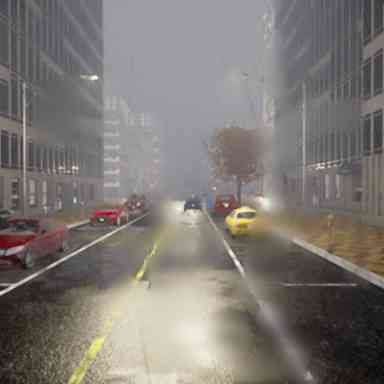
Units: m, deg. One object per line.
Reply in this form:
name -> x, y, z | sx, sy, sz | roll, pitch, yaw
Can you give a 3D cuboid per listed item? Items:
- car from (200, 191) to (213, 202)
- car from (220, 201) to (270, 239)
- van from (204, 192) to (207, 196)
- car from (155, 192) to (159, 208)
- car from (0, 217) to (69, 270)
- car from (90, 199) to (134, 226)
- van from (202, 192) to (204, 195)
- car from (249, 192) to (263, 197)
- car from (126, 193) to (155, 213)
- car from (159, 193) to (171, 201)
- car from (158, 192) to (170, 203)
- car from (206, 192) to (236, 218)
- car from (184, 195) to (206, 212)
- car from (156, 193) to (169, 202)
car -> 2.599, 0.836, 60.605 | 2.192, 1.841, 5.009 | 0, 0, 0
car -> 2.574, 1.398, 16.398 | 1.752, 1.417, 4.829 | 0, 0, 0
van -> 2.587, 1.040, 38.416 | 1.690, 1.788, 3.998 | 0, 0, 0
car -> -5.294, 1.139, 38.421 | 1.967, 1.590, 4.097 | 0, 0, 0
car -> -5.309, 1.498, 10.686 | 1.802, 1.307, 4.206 | 0, 0, 0
car -> -5.303, 1.375, 21.780 | 1.887, 1.381, 4.507 | 0, 0, 0
van -> 2.590, 0.996, 43.963 | 1.690, 1.788, 3.998 | 0, 0, 0
car -> 17.641, 0.571, 89.022 | 4.507, 1.381, 1.887 | -1, 1, 0
car -> -5.297, 1.058, 32.873 | 2.192, 1.841, 5.009 | 0, 0, 0
car -> -5.368, 0.915, 66.153 | 1.967, 1.590, 4.097 | 0, 0, 0
car -> -5.285, 0.880, 55.062 | 2.192, 1.841, 5.009 | 0, 0, 0
car -> 2.585, 1.102, 27.319 | 2.192, 1.841, 5.009 | 0, 0, 0
car -> 0.121, 1.289, 35.128 | 1.994, 1.385, 4.181 | 0, 0, 0
car -> -5.281, 0.960, 60.610 | 1.967, 1.590, 4.097 | 0, 0, 0
